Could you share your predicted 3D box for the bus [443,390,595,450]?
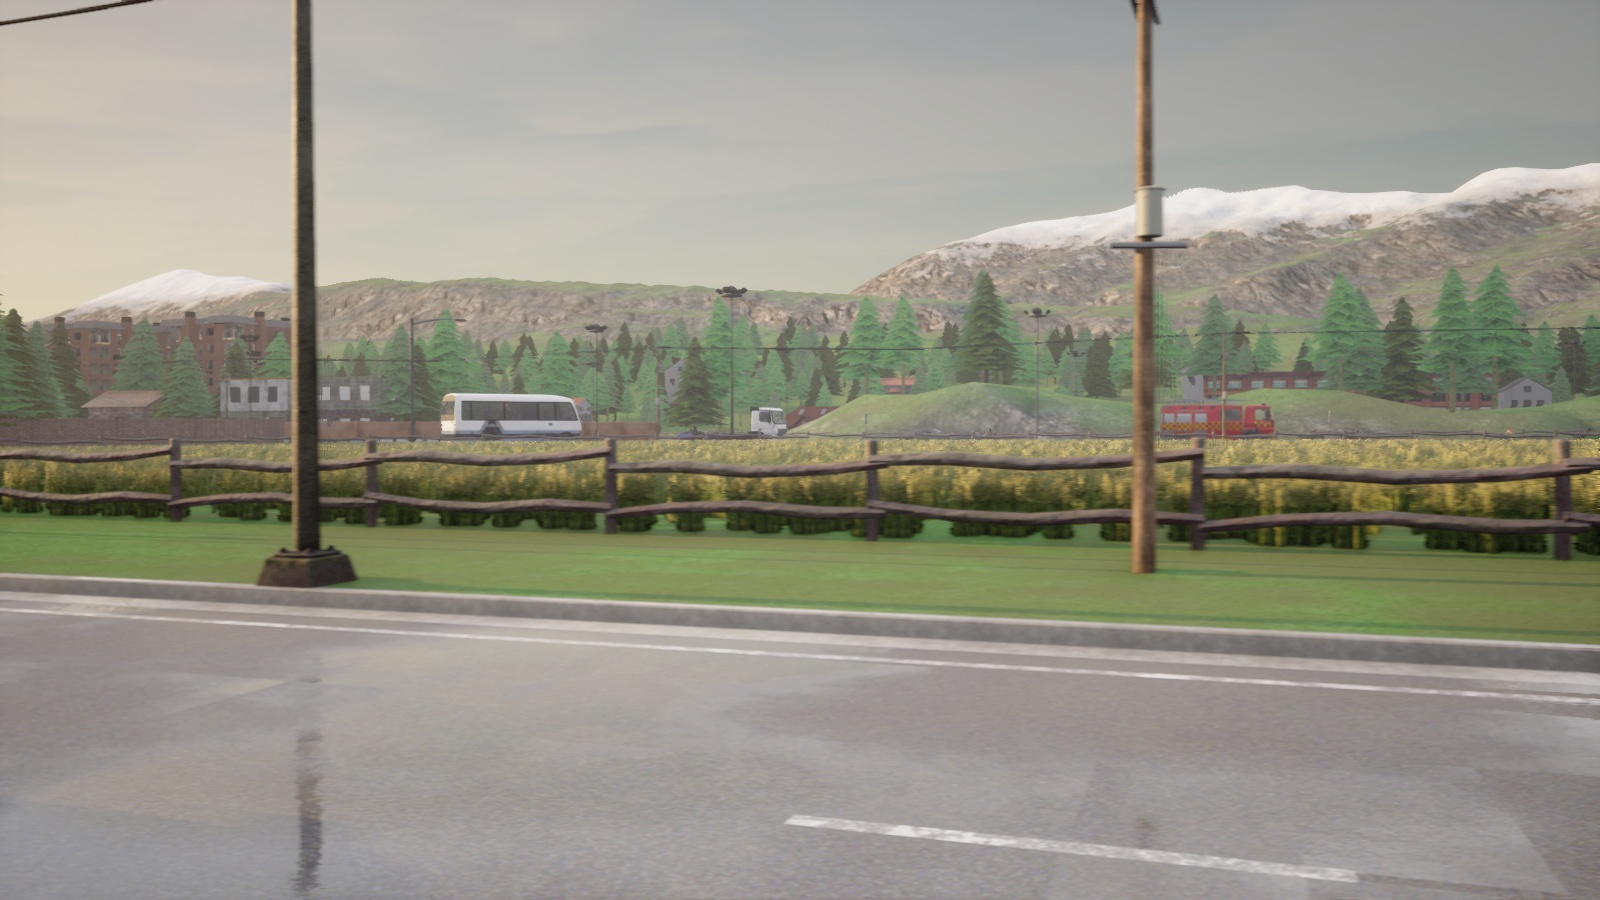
[{"bbox_3d":[-20.784,-2.167,93.269,10.273,4.253,3.944,0,1,-35],"label":"bus"}]
